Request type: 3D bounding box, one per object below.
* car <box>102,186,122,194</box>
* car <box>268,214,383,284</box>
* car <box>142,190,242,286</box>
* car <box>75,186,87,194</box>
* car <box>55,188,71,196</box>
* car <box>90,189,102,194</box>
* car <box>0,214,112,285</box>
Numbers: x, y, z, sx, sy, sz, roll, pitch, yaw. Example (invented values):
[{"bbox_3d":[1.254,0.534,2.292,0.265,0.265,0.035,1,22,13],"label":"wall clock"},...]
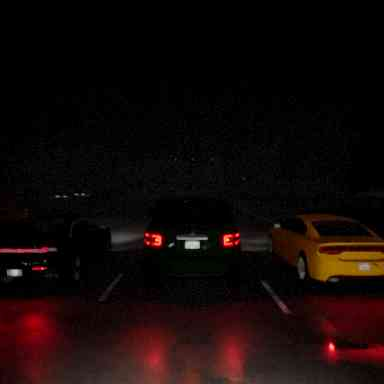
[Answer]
[{"bbox_3d":[-18.784,-0.264,78.438,2.150,2.045,5.566,0,1,-1],"label":"car"},{"bbox_3d":[3.475,1.336,9.204,1.882,1.535,5.008,0,1,0],"label":"car"},{"bbox_3d":[-0.013,1.079,9.146,2.150,2.045,5.566,0,1,0],"label":"car"},{"bbox_3d":[-30.179,-0.505,90.456,2.150,2.045,5.566,0,1,-7],"label":"car"},{"bbox_3d":[-29.230,-0.079,75.415,2.097,1.767,4.553,0,1,-1],"label":"car"},{"bbox_3d":[-22.267,0.079,77.582,1.994,1.385,4.181,0,1,-1],"label":"car"},{"bbox_3d":[-3.522,1.349,9.006,2.128,1.511,4.902,0,1,0],"label":"car"}]
